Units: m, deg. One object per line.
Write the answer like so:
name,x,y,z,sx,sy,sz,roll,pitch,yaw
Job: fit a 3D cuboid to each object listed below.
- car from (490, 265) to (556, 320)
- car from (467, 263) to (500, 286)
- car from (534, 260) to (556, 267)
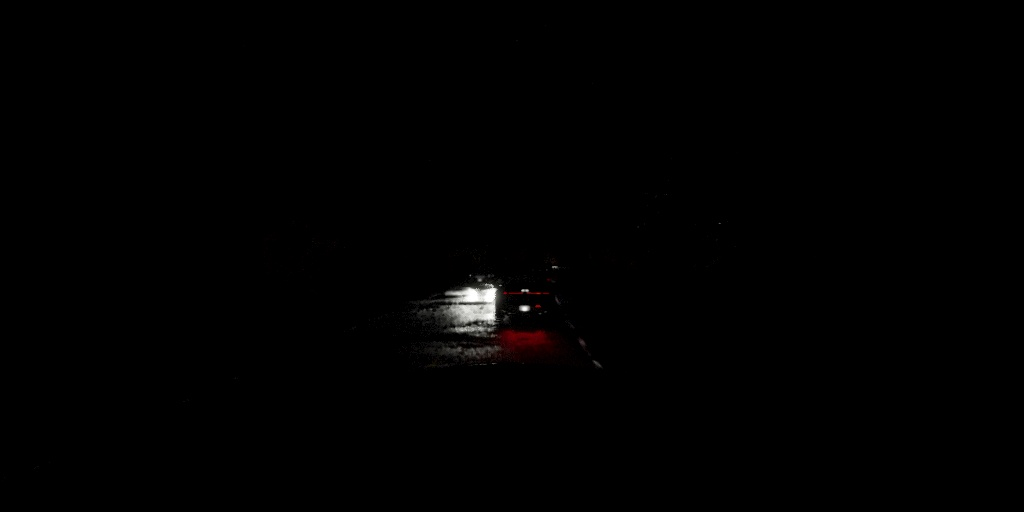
car,0.484,1.246,12.650,1.837,1.490,4.892,0,0,3
car,-1.707,1.217,24.567,2.128,1.511,4.902,0,0,7
car,2.911,1.311,34.690,1.895,1.301,4.718,0,0,10
